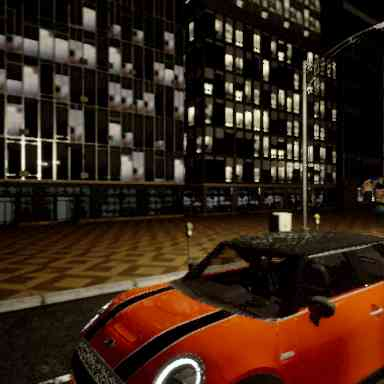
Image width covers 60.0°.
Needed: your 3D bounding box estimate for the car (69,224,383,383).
[{"bbox_3d":[0.958,1.351,4.063,4.553,1.767,2.097,0,0,-35],"label":"car"}]
